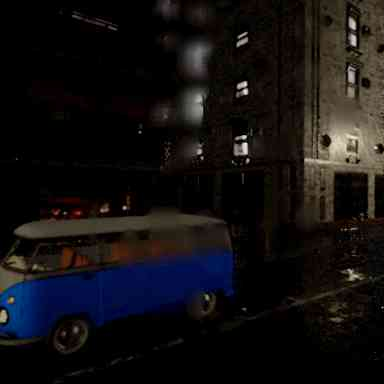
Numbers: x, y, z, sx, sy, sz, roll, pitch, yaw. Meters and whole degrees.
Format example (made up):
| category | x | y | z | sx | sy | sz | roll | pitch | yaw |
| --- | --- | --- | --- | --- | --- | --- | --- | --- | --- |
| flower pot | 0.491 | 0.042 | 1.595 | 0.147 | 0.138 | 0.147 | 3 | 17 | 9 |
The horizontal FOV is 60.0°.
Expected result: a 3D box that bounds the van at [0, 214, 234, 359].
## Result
| category | x | y | z | sx | sy | sz | roll | pitch | yaw |
| --- | --- | --- | --- | --- | --- | --- | --- | --- | --- |
| van | -1.125 | 1.326 | 5.696 | 3.998 | 1.788 | 1.690 | 0 | 1 | -35 |
